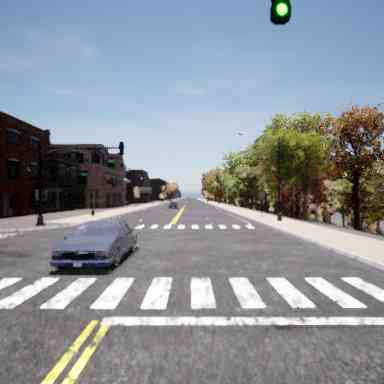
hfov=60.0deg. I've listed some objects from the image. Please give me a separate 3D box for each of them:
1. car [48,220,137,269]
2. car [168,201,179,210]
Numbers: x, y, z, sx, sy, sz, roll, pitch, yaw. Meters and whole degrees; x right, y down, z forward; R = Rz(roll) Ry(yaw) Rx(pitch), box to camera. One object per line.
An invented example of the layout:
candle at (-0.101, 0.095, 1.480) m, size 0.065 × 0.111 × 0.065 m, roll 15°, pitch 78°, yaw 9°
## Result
car at (-3.242, 1.732, 12.096) m, size 2.033 × 1.411 × 5.357 m, roll 0°, pitch -1°, yaw 0°
car at (-3.342, 2.428, 59.777) m, size 1.837 × 1.490 × 4.892 m, roll 0°, pitch 1°, yaw 0°
